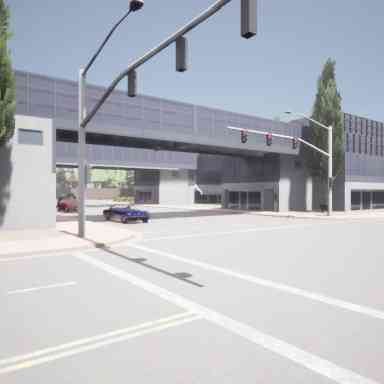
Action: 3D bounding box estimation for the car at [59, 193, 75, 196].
[{"bbox_3d":[-23.774,1.221,63.014,2.150,2.045,5.566,0,0,-36],"label":"car"}]

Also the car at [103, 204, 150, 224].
[{"bbox_3d":[-4.993,1.601,25.019,1.895,1.301,4.718,0,0,-36],"label":"car"}]

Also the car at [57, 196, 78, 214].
[{"bbox_3d":[-13.291,1.478,36.416,1.882,1.535,5.008,0,0,-36],"label":"car"}]
